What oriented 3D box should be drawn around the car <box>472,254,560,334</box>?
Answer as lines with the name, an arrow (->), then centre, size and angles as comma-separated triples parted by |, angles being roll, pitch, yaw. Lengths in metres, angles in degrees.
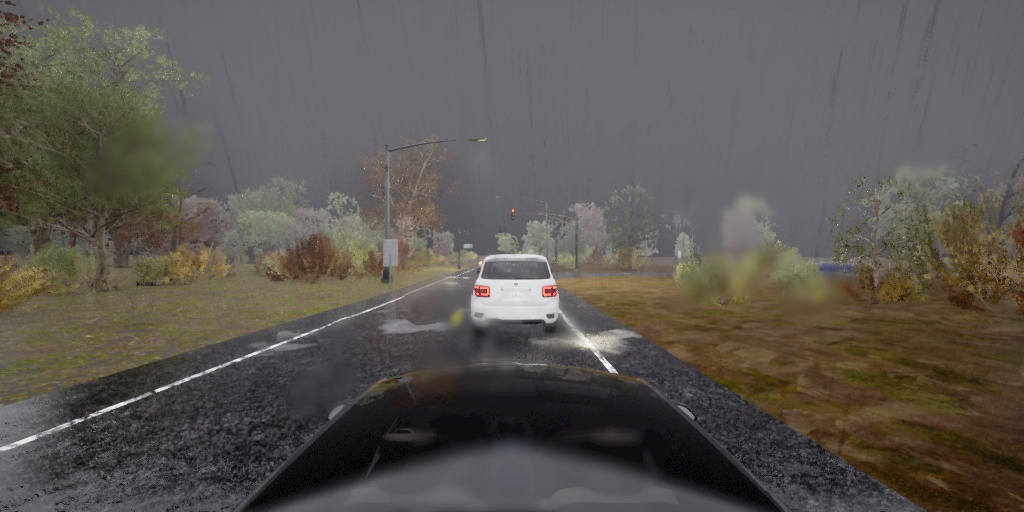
car -> 0.086, 0.971, 10.753 | 2.150, 2.045, 5.566 | 0, 0, 0

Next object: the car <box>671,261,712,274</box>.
car -> 20.916, 1.290, 41.604 | 4.674, 1.442, 1.812 | 0, 0, 1

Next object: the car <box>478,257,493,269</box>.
car -> -4.220, 1.104, 57.571 | 2.097, 1.767, 4.553 | 0, 0, -2

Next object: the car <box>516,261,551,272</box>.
car -> 2.717, 1.315, 45.968 | 4.181, 1.385, 1.994 | 0, 0, 43

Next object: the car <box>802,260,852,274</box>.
car -> 35.837, 1.252, 41.126 | 5.008, 1.535, 1.882 | 0, 0, 3

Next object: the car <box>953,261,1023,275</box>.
car -> 49.064, 1.279, 37.129 | 4.902, 1.511, 2.128 | 0, 0, 5
